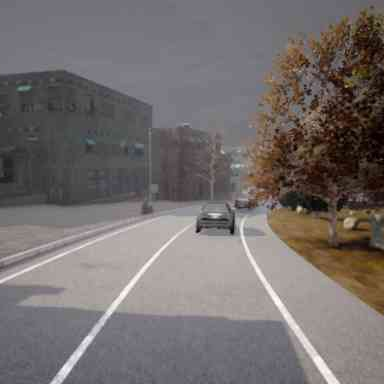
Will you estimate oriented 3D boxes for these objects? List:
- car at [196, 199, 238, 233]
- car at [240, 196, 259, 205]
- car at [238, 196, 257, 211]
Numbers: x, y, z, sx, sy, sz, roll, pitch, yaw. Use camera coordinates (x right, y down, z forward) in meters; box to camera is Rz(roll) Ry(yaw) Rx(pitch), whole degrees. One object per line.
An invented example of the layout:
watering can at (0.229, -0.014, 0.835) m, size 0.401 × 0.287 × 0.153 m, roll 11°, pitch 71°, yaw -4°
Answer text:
car at (1.475, 1.293, 19.368) m, size 2.097 × 1.767 × 4.553 m, roll 1°, pitch 0°, yaw 8°
car at (9.994, 1.410, 57.701) m, size 1.812 × 1.442 × 4.674 m, roll 3°, pitch 1°, yaw 27°
car at (6.394, 1.391, 40.200) m, size 1.882 × 1.535 × 5.008 m, roll 2°, pitch 0°, yaw 18°
